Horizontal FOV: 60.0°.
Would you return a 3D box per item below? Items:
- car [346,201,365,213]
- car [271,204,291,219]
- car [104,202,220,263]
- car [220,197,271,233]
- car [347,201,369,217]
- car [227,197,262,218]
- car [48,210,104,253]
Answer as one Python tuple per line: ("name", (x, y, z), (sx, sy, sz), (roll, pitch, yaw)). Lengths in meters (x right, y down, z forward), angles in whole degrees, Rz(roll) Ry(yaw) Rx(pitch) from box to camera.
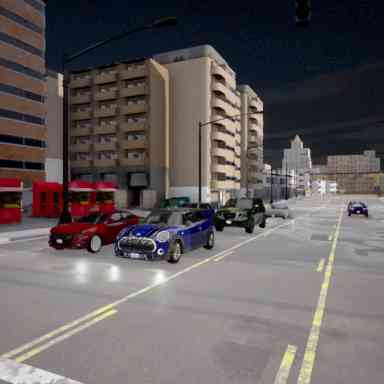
("car", (22.359, 1.995, 45.593), (2.128, 1.511, 4.902), (0, -1, 25))
("car", (8.238, 1.876, 31.936), (1.895, 1.301, 4.718), (0, -1, 25))
("car", (-0.828, 1.395, 12.331), (2.097, 1.767, 4.553), (0, 0, 25))
("car", (3.196, 1.352, 21.022), (2.150, 2.045, 5.566), (0, -1, 25))
("car", (18.111, 1.905, 36.292), (1.812, 1.442, 4.674), (0, -1, 26))
("car", (5.593, 1.508, 34.562), (2.150, 2.045, 5.566), (0, -1, 24))
("car", (-3.803, 1.518, 14.280), (1.882, 1.535, 5.008), (0, 0, 23))
